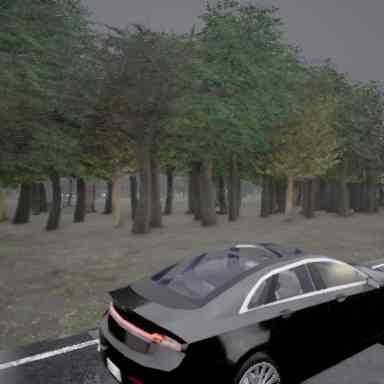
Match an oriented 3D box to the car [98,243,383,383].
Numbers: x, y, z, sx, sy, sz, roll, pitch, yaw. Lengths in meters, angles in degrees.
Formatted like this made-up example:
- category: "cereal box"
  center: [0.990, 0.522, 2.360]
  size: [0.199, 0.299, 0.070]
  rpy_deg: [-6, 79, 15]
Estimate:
- category: "car"
  center: [1.221, 1.487, 4.617]
  size: [4.902, 1.511, 2.128]
  rpy_deg: [0, 0, -36]
